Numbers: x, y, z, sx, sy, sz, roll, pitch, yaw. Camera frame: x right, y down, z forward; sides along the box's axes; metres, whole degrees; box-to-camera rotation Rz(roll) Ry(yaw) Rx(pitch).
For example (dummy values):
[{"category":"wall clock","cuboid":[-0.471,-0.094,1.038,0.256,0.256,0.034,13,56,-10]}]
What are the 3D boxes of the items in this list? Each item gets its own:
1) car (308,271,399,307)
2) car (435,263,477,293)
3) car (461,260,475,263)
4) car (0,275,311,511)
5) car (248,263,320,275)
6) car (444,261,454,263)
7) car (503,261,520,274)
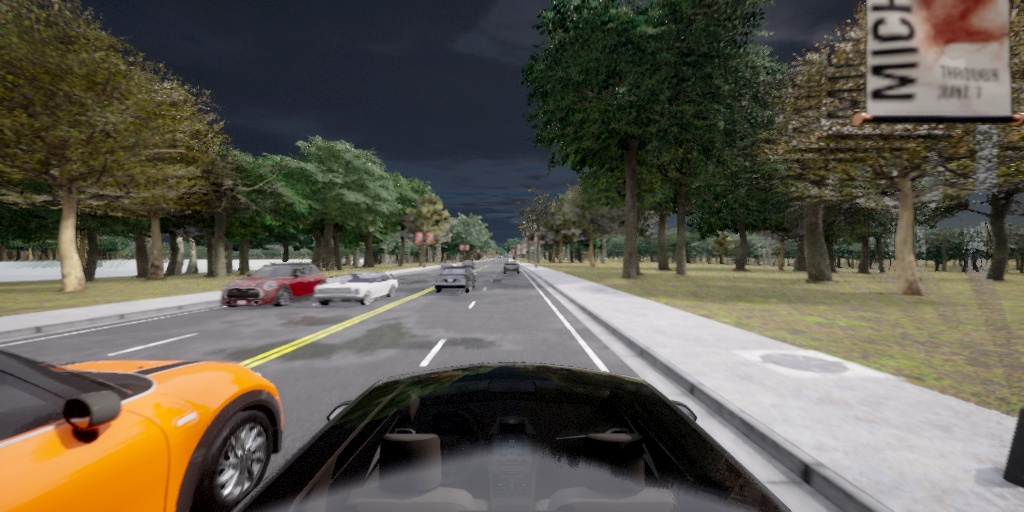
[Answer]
[{"category":"car","cuboid":[-6.618,1.362,15.776,1.895,1.301,4.718,0,0,0]},{"category":"car","cuboid":[-3.183,1.314,20.974,2.033,1.411,5.357,0,0,0]},{"category":"car","cuboid":[-6.842,1.363,56.437,1.837,1.490,4.892,0,0,0]},{"category":"car","cuboid":[-3.151,1.102,1.436,2.097,1.767,4.553,0,0,0]},{"category":"car","cuboid":[-9.868,1.113,15.330,2.097,1.767,4.553,0,0,0]},{"category":"car","cuboid":[-10.086,1.460,56.389,1.895,1.301,4.718,0,0,0]},{"category":"car","cuboid":[-0.066,1.305,43.462,2.128,1.511,4.902,0,0,0]}]
